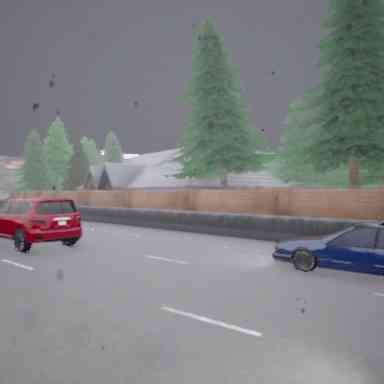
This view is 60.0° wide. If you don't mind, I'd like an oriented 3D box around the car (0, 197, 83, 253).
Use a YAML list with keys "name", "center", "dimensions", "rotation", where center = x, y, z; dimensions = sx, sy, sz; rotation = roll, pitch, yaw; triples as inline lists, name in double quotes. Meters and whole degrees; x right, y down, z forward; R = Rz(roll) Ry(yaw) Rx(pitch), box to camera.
- name: "car"
  center: [-6.844, 1.245, 14.117]
  dimensions: [5.566, 2.045, 2.150]
  rotation: [0, 0, 41]

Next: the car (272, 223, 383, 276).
- name: "car"
  center: [5.001, 1.574, 9.076]
  dimensions: [5.357, 1.411, 2.033]
  rotation: [0, 0, 36]

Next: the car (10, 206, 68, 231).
- name: "car"
  center: [-10.178, 1.637, 21.951]
  dimensions: [4.718, 1.301, 1.895]
  rotation: [0, 0, 44]
